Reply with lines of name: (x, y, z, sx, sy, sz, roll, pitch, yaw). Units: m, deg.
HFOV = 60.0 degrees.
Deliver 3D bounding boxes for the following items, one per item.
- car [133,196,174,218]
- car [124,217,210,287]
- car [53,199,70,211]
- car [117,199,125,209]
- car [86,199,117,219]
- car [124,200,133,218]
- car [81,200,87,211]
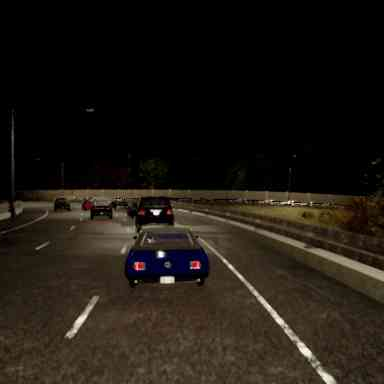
car: (-2.401, 1.286, 20.709, 2.150, 2.045, 5.566, 0, 0, -10)
car: (-0.729, 1.631, 9.439, 1.895, 1.301, 4.718, 0, 0, -5)
car: (-16.785, 1.640, 42.878, 2.128, 1.511, 4.902, 0, 0, -24)
car: (-9.816, 1.639, 44.403, 2.128, 1.511, 4.902, 0, 0, -24)
car: (-8.258, 1.593, 30.235, 2.128, 1.511, 4.902, 0, 0, -17)
car: (-5.068, 1.667, 31.643, 1.994, 1.385, 4.181, 0, 0, -16)
car: (-13.371, 1.712, 43.796, 1.994, 1.385, 4.181, 0, 0, -24)
